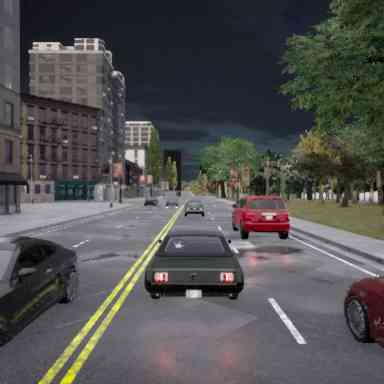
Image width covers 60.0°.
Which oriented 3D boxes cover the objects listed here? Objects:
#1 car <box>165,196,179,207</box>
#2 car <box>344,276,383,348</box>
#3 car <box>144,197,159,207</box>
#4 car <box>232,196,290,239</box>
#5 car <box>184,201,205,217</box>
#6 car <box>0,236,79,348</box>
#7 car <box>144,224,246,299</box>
[{"bbox_3d":[-3.060,1.484,52.036,1.837,1.490,4.892,0,0,0],"label":"car"},{"bbox_3d":[3.361,1.525,3.454,1.812,1.442,4.674,0,0,0],"label":"car"},{"bbox_3d":[-6.308,1.511,52.166,2.033,1.411,5.357,0,0,0],"label":"car"},{"bbox_3d":[3.406,1.213,17.269,2.150,2.045,5.566,0,0,0],"label":"car"},{"bbox_3d":[0.218,1.528,31.427,2.033,1.411,5.357,0,0,0],"label":"car"},{"bbox_3d":[-3.331,1.523,5.471,1.812,1.442,4.674,0,0,0],"label":"car"},{"bbox_3d":[0.073,1.597,8.374,1.895,1.301,4.718,0,0,1],"label":"car"}]
